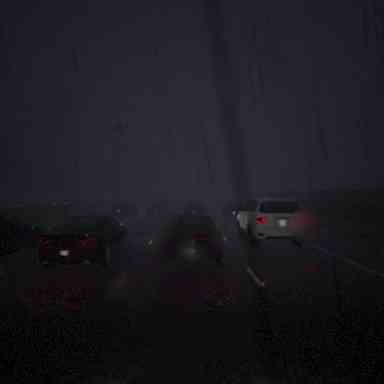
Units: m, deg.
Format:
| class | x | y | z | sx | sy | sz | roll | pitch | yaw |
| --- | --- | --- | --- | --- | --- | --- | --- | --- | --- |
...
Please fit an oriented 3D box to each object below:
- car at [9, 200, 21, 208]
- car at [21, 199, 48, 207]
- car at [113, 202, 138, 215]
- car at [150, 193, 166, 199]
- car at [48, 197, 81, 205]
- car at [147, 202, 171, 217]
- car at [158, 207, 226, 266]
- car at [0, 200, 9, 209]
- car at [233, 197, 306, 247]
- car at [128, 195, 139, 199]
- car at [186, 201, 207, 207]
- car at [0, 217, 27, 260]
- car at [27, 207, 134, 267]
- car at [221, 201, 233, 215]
| class | x | y | z | sx | sy | sz | roll | pitch | yaw |
| --- | --- | --- | --- | --- | --- | --- | --- | --- | --- |
| car | -22.704 | 1.694 | 46.390 | 1.837 | 1.490 | 4.892 | 0 | -1 | 9 |
| car | -19.608 | 1.650 | 43.614 | 1.882 | 1.535 | 5.008 | 0 | 0 | 9 |
| car | -6.568 | 1.675 | 32.428 | 1.994 | 1.385 | 4.181 | 0 | 0 | 4 |
| car | -8.521 | 1.218 | 83.099 | 2.150 | 2.045 | 5.566 | 0 | 0 | 22 |
| car | -16.125 | 1.514 | 43.161 | 2.097 | 1.767 | 4.553 | 0 | 0 | 9 |
| car | -3.073 | 1.667 | 32.335 | 1.994 | 1.385 | 4.181 | 0 | 0 | 4 |
| car | -0.022 | 1.513 | 11.664 | 1.882 | 1.535 | 5.008 | 0 | 0 | 0 |
| car | -26.291 | 1.795 | 46.291 | 1.895 | 1.301 | 4.718 | 0 | 0 | 9 |
| car | 3.459 | 1.259 | 15.442 | 2.150 | 2.045 | 5.566 | 0 | 0 | 0 |
| car | -14.779 | 1.501 | 86.275 | 1.812 | 1.442 | 4.674 | 0 | 0 | 24 |
| car | 0.390 | 1.585 | 31.825 | 2.128 | 1.511 | 4.902 | 0 | 0 | 4 |
| car | -7.019 | 1.598 | 11.715 | 2.033 | 1.411 | 5.357 | 0 | 0 | 0 |
| car | -3.521 | 1.520 | 11.619 | 1.882 | 1.535 | 5.008 | 0 | 0 | 0 |
| car | 3.903 | 1.592 | 31.920 | 1.837 | 1.490 | 4.892 | 0 | 0 | 4 |
